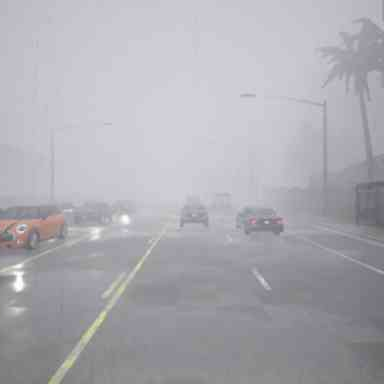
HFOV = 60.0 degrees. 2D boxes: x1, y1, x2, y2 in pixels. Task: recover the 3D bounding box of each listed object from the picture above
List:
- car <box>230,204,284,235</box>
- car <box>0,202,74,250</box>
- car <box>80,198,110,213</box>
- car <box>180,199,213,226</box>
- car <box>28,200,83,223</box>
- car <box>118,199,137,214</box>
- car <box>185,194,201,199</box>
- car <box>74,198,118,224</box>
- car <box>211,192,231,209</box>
[{"bbox_3d":[3.628,1.508,18.634,2.033,1.411,5.357,0,0,0],"label":"car"},{"bbox_3d":[-7.023,1.337,14.097,2.097,1.767,4.553,0,0,0],"label":"car"},{"bbox_3d":[-10.447,1.376,36.011,1.994,1.385,4.181,0,1,0],"label":"car"},{"bbox_3d":[0.133,1.482,22.768,2.033,1.411,5.357,0,0,0],"label":"car"},{"bbox_3d":[-10.462,1.463,26.029,2.033,1.411,5.357,0,1,0],"label":"car"},{"bbox_3d":[-6.950,1.434,33.934,1.895,1.301,4.718,0,1,0],"label":"car"},{"bbox_3d":[0.135,1.040,46.119,2.097,1.767,4.553,0,1,0],"label":"car"},{"bbox_3d":[-6.965,1.435,23.949,1.837,1.490,4.892,0,0,0],"label":"car"},{"bbox_3d":[3.596,0.961,41.672,2.150,2.045,5.566,0,1,1],"label":"car"}]
